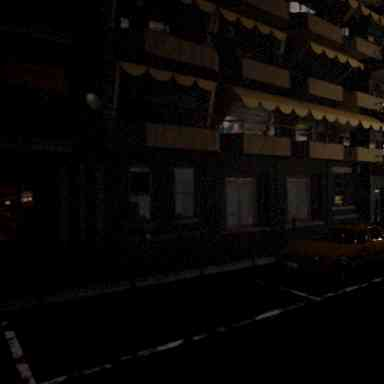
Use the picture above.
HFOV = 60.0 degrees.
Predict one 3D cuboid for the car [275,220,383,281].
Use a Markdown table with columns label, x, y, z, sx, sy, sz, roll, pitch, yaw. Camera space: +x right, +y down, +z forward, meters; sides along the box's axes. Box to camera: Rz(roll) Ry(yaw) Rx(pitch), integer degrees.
| label | x | y | z | sx | sy | sz | roll | pitch | yaw |
| --- | --- | --- | --- | --- | --- | --- | --- | --- | --- |
| car | 4.478 | 1.522 | 9.767 | 4.829 | 1.417 | 1.752 | 0 | -1 | -35 |
